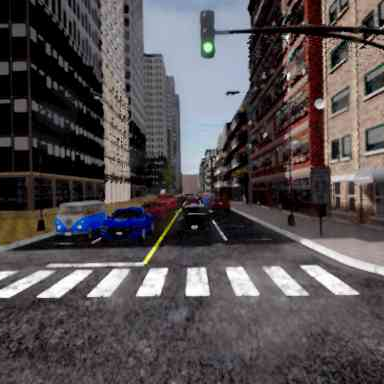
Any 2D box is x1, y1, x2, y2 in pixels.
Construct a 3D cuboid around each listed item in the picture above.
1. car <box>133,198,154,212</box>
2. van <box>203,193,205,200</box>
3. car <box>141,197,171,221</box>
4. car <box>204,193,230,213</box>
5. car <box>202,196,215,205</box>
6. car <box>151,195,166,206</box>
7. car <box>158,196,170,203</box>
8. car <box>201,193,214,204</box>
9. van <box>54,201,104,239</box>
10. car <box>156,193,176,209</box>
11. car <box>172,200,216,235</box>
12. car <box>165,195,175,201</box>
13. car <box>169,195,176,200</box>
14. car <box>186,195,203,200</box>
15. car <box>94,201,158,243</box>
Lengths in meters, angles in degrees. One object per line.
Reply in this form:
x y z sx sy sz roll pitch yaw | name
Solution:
-5.628 1.533 39.314 1.752 1.417 4.829 -1 0 0 | car
2.770 1.156 50.569 1.690 1.788 3.998 -1 0 0 | van
-3.046 1.456 26.567 1.882 1.535 5.008 -1 0 0 | car
2.735 1.161 33.917 2.192 1.841 5.009 -1 0 0 | car
2.787 1.357 56.120 2.008 1.369 4.403 -1 0 0 | car
-5.595 1.418 56.137 1.967 1.590 4.097 -1 0 0 | car
-5.569 1.512 67.239 2.008 1.369 4.403 -1 0 0 | car
2.793 1.112 61.671 2.192 1.841 5.009 -1 0 0 | car
-5.677 1.392 17.280 1.690 1.788 3.998 -1 0 0 | van
-3.004 1.173 38.969 2.150 2.045 5.566 -1 0 1 | car
0.121 1.434 18.368 1.837 1.490 4.892 -1 0 0 | car
-5.534 1.488 83.891 2.008 1.369 4.403 -1 0 0 | car
-5.510 1.504 94.993 1.802 1.307 4.206 -1 0 0 | car
0.089 1.440 47.345 1.994 1.385 4.181 -1 0 0 | car
-3.074 1.476 16.557 1.882 1.535 5.008 -1 0 0 | car
